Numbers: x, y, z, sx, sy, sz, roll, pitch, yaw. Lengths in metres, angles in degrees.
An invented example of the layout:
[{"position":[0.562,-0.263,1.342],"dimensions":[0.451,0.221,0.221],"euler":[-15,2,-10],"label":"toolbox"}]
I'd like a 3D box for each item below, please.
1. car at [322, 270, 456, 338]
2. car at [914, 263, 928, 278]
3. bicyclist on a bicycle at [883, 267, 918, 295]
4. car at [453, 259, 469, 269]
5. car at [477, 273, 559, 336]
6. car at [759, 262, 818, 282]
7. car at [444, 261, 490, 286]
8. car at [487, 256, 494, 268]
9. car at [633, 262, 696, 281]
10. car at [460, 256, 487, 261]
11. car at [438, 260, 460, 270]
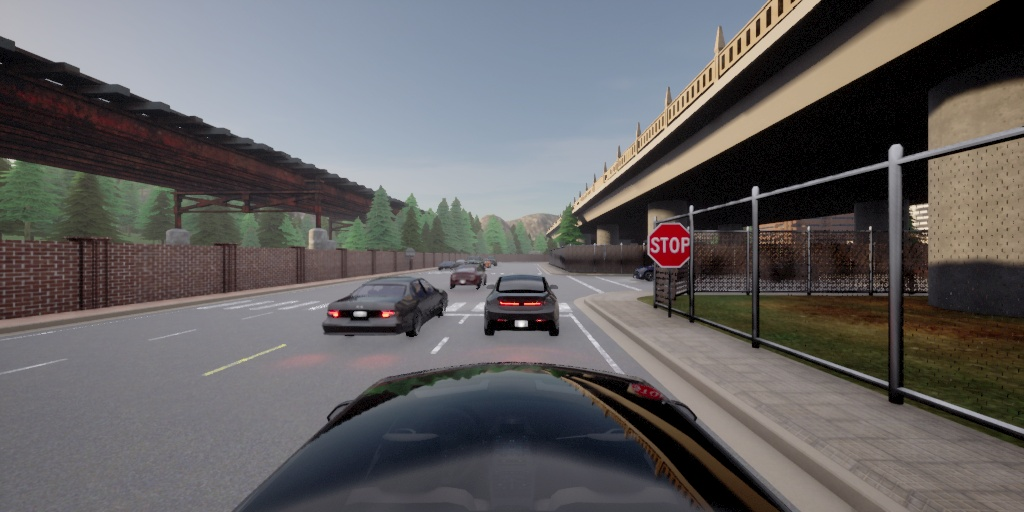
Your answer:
[{"position":[-3.193,1.297,10.201],"dimensions":[2.033,1.411,5.357],"euler":[0,0,1],"label":"car"},{"position":[38.902,0.968,31.424],"dimensions":[5.566,2.045,2.150],"euler":[-1,0,2],"label":"car"},{"position":[19.085,1.051,17.639],"dimensions":[0.582,1.620,1.656],"euler":[0,0,2],"label":"bicyclist on a bicycle"},{"position":[-8.196,1.276,57.919],"dimensions":[1.812,1.442,4.674],"euler":[0,0,3],"label":"car"},{"position":[0.291,1.255,10.381],"dimensions":[1.837,1.490,4.892],"euler":[0,0,2],"label":"car"},{"position":[21.737,1.314,28.535],"dimensions":[4.181,1.385,1.994],"euler":[0,0,2],"label":"car"},{"position":[-2.713,1.275,22.792],"dimensions":[1.812,1.442,4.674],"euler":[0,0,3],"label":"car"},{"position":[-4.673,1.102,58.421],"dimensions":[2.097,1.767,4.553],"euler":[0,0,3],"label":"car"},{"position":[12.166,1.102,28.868],"dimensions":[4.553,1.767,2.097],"euler":[0,0,2],"label":"car"},{"position":[-5.107,0.971,48.782],"dimensions":[2.150,2.045,5.566],"euler":[0,0,3],"label":"car"},{"position":[-8.609,1.297,48.759],"dimensions":[2.033,1.411,5.357],"euler":[0,0,3],"label":"car"}]
